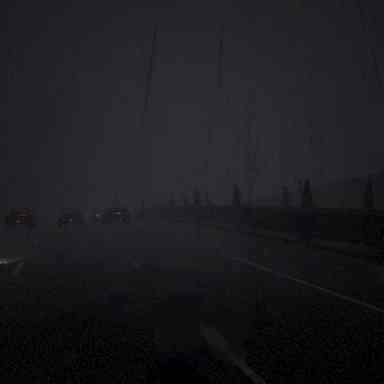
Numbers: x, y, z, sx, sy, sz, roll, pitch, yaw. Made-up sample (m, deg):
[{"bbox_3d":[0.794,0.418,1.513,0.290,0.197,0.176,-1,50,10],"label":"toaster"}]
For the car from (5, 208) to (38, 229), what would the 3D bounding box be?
[{"bbox_3d":[-13.204,2.005,25.917,2.128,1.511,4.902,0,-3,-21],"label":"car"}]

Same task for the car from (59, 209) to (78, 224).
[{"bbox_3d":[-13.967,2.779,37.598,1.882,1.535,5.008,0,-5,-21],"label":"car"}]

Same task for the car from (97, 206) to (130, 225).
[{"bbox_3d":[-6.404,1.943,27.741,2.128,1.511,4.902,0,-2,-21],"label":"car"}]

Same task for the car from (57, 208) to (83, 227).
[{"bbox_3d":[-9.768,2.001,26.673,1.812,1.442,4.674,0,-2,-22],"label":"car"}]

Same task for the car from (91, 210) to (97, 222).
[{"bbox_3d":[-10.548,2.794,38.454,2.033,1.411,5.357,0,-5,-21],"label":"car"}]
